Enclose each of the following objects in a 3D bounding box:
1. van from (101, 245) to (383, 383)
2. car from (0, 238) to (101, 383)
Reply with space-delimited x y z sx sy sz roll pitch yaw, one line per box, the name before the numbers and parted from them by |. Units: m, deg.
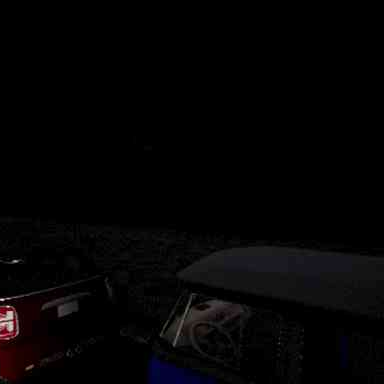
van | 1.487 1.341 1.904 3.998 1.788 1.690 0 0 35
car | -3.081 1.438 5.160 4.097 1.590 1.967 0 0 35
